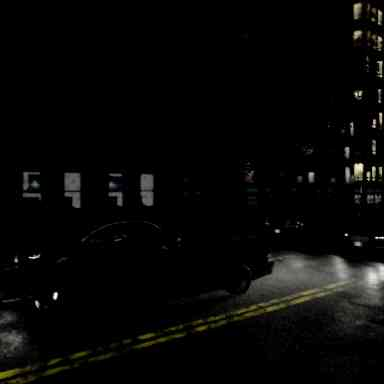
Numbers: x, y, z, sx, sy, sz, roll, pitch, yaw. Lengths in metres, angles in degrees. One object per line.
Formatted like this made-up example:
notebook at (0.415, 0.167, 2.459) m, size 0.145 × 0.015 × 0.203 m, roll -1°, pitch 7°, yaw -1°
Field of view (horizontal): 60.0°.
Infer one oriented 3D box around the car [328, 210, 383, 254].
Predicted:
car at (7.932, 1.617, 13.318) m, size 4.902 × 1.511 × 2.128 m, roll 1°, pitch 0°, yaw -35°

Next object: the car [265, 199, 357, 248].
car at (5.860, 1.341, 15.836) m, size 5.566 × 2.045 × 2.150 m, roll 1°, pitch 0°, yaw -37°

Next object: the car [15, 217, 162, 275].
car at (-2.491, 1.528, 9.892) m, size 4.892 × 1.490 × 1.837 m, roll 1°, pitch 0°, yaw -35°

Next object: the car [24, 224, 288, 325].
car at (-0.508, 1.576, 7.318) m, size 5.357 × 1.411 × 2.033 m, roll 1°, pitch 0°, yaw -36°
